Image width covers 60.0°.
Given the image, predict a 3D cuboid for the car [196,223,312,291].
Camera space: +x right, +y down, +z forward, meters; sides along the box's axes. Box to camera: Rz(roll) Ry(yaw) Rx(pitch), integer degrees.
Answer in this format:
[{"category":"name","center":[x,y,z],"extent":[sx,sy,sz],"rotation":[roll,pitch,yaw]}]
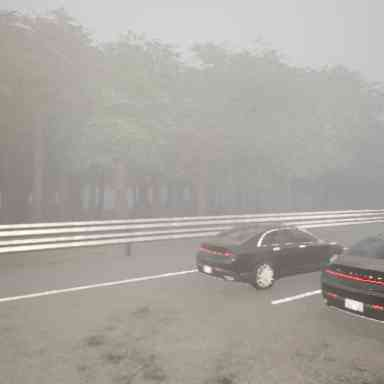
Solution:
[{"category":"car","center":[2.404,1.652,9.453],"extent":[4.892,1.490,1.837],"rotation":[0,-1,-33]}]

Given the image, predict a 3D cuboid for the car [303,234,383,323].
[{"category":"car","center":[4.654,1.605,6.745],"extent":[4.892,1.490,1.837],"rotation":[0,-1,-33]}]
